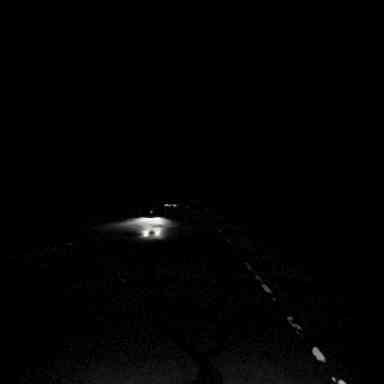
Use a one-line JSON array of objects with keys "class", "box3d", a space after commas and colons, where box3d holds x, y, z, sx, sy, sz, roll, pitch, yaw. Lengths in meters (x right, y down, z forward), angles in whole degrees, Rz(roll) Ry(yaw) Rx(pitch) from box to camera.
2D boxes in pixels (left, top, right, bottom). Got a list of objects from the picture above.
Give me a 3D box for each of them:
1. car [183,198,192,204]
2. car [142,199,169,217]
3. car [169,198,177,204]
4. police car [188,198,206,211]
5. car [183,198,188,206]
[{"class": "car", "box3d": [-1.096, 2.118, 79.682, 1.994, 1.385, 4.181, 0, -1, -2]}, {"class": "car", "box3d": [-3.804, 1.637, 33.360, 2.128, 1.511, 4.902, 0, -1, -1]}, {"class": "car", "box3d": [-4.478, 2.073, 74.810, 1.994, 1.385, 4.181, 0, -1, -1]}, {"class": "police car", "box3d": [0.860, 1.691, 45.240, 1.930, 1.638, 5.238, 0, -1, -1]}, {"class": "car", "box3d": [-0.712, 1.978, 64.306, 2.128, 1.511, 4.902, 0, -1, -1]}]
